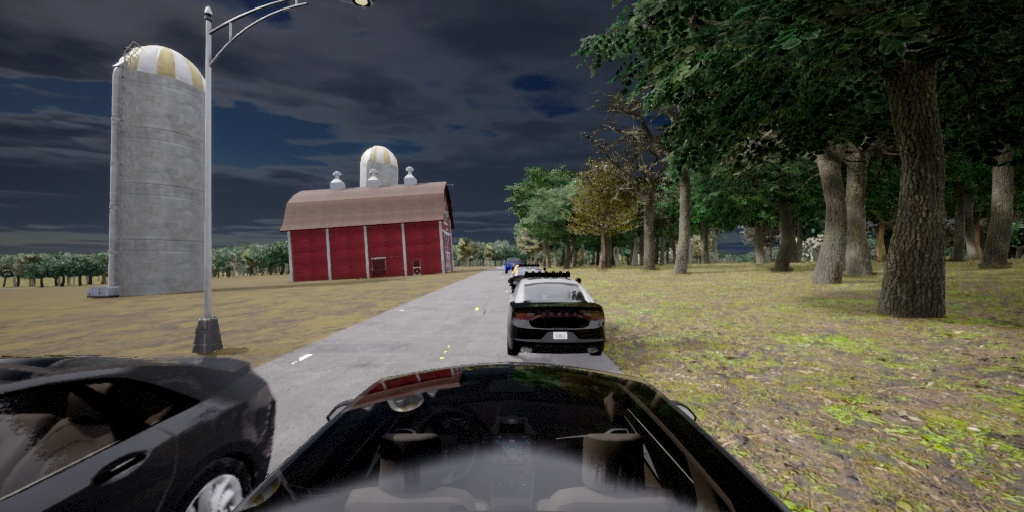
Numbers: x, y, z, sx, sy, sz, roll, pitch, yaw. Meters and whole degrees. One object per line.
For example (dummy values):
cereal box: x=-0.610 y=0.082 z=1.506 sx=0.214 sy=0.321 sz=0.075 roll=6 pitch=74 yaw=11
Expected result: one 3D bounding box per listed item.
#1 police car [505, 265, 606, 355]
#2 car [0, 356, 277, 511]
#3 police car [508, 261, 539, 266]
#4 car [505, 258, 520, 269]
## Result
police car: x=0.851 y=1.187 z=8.828 sx=1.930 sy=1.638 sz=5.238 roll=0 pitch=0 yaw=0
car: x=-2.754 y=1.254 z=0.811 sx=1.837 sy=1.490 sz=4.892 roll=0 pitch=0 yaw=0
police car: x=0.888 y=1.231 z=18.832 sx=1.930 sy=1.638 sz=5.238 roll=0 pitch=0 yaw=0
car: x=0.207 y=1.265 z=47.309 sx=2.150 sy=2.045 sz=5.566 roll=0 pitch=0 yaw=0
